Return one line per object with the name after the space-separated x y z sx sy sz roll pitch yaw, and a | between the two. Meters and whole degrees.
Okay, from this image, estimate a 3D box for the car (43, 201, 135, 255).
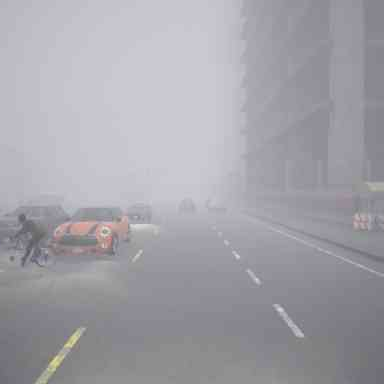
-3.787 1.353 13.197 2.097 1.767 4.553 0 0 -1 | car

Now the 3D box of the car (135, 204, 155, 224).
-3.904 1.567 24.969 1.994 1.385 4.181 0 0 0 | car

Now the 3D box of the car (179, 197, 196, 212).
-0.530 1.567 38.741 1.994 1.385 4.181 0 0 -1 | car

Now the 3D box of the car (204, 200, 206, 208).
2.811 1.508 49.274 1.837 1.490 4.892 0 0 -1 | car

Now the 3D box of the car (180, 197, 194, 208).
-0.738 1.481 48.562 1.882 1.535 5.008 0 0 0 | car

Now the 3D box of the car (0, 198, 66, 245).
-7.309 1.355 15.414 2.097 1.767 4.553 0 0 -1 | car

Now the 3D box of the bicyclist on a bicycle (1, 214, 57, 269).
-4.777 1.456 9.717 1.656 1.620 0.582 -2 0 -1 | bicyclist on a bicycle

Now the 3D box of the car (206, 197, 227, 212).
2.987 1.528 39.427 1.812 1.442 4.674 0 0 0 | car
